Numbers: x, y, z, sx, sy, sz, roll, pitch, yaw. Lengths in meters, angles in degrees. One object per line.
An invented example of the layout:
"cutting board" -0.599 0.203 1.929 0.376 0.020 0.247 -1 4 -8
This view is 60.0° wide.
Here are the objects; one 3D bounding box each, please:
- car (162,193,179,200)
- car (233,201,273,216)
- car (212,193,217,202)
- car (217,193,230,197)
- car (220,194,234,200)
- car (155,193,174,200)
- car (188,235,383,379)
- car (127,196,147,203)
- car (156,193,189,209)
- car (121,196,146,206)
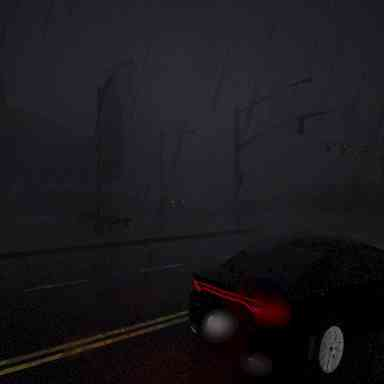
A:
"car" -5.646 1.156 86.848 3.866 1.878 1.905 0 0 -37
"car" 5.982 1.564 33.010 1.994 1.385 4.181 0 0 -35
"car" 6.059 1.156 71.098 3.866 1.878 1.905 0 0 -37
"car" 7.773 1.395 68.764 3.806 1.475 1.970 0 0 -37
"car" 10.003 1.395 95.066 3.806 1.475 1.970 0 0 -37
"car" -7.324 1.153 89.207 4.605 1.855 1.932 0 0 -37
"car" 2.261 1.478 5.619 5.008 1.535 1.882 0 0 -37
"car" -11.669 1.540 70.554 2.033 1.411 5.357 0 0 -35
"car" -2.863 1.351 45.637 2.097 1.767 4.553 0 0 -35
"car" -10.355 1.492 56.383 2.128 1.511 4.902 0 0 -35
